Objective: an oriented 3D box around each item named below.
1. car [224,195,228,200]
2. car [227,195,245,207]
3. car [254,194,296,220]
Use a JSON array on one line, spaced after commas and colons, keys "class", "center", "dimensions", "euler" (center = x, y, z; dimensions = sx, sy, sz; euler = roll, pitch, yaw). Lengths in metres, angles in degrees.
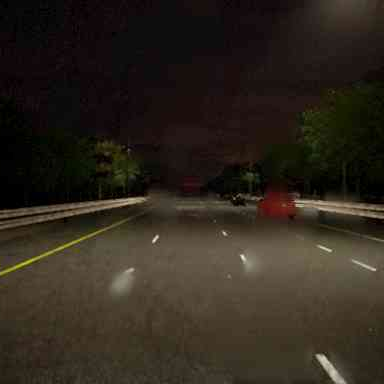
[{"class": "car", "center": [10.243, 1.565, 92.198], "dimensions": [1.895, 1.301, 4.718], "euler": [0, 0, 18]}, {"class": "car", "center": [7.032, 1.535, 51.665], "dimensions": [1.837, 1.490, 4.892], "euler": [0, 0, 0]}, {"class": "car", "center": [7.017, 1.215, 27.893], "dimensions": [2.150, 2.045, 5.566], "euler": [0, 0, 0]}]
